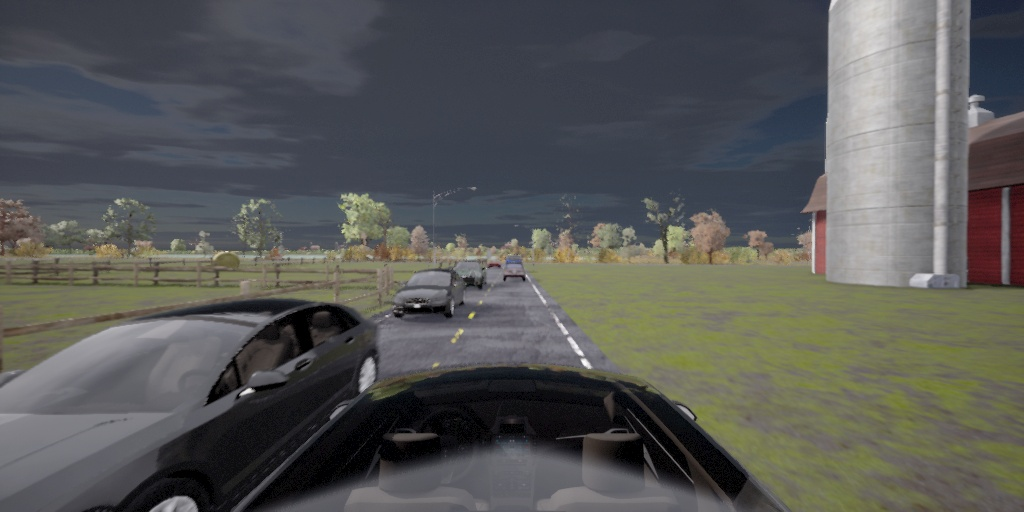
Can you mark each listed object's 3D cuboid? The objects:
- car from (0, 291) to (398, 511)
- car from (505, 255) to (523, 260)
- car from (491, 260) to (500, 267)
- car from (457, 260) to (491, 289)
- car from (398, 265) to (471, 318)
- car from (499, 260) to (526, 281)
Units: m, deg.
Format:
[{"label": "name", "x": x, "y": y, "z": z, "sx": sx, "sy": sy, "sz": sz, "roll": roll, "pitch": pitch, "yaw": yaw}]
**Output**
[{"label": "car", "x": -2.850, "y": 1.249, "z": 3.458, "sx": 1.837, "sy": 1.490, "sz": 4.892, "roll": 0, "pitch": 0, "yaw": 0}, {"label": "car", "x": 0.222, "y": 0.921, "z": 46.832, "sx": 2.150, "sy": 2.045, "sz": 5.566, "roll": 0, "pitch": 0, "yaw": 0}, {"label": "car", "x": -2.608, "y": 1.274, "z": 55.017, "sx": 1.895, "sy": 1.301, "sz": 4.718, "roll": 0, "pitch": 0, "yaw": 0}, {"label": "car", "x": -2.756, "y": 1.078, "z": 22.969, "sx": 2.097, "sy": 1.767, "sz": 4.553, "roll": 0, "pitch": 0, "yaw": 0}, {"label": "car", "x": -2.814, "y": 1.240, "z": 13.075, "sx": 1.837, "sy": 1.490, "sz": 4.892, "roll": 0, "pitch": 0, "yaw": 0}, {"label": "car", "x": 0.172, "y": 1.273, "z": 30.045, "sx": 2.033, "sy": 1.411, "sz": 5.357, "roll": 0, "pitch": 0, "yaw": 0}]
